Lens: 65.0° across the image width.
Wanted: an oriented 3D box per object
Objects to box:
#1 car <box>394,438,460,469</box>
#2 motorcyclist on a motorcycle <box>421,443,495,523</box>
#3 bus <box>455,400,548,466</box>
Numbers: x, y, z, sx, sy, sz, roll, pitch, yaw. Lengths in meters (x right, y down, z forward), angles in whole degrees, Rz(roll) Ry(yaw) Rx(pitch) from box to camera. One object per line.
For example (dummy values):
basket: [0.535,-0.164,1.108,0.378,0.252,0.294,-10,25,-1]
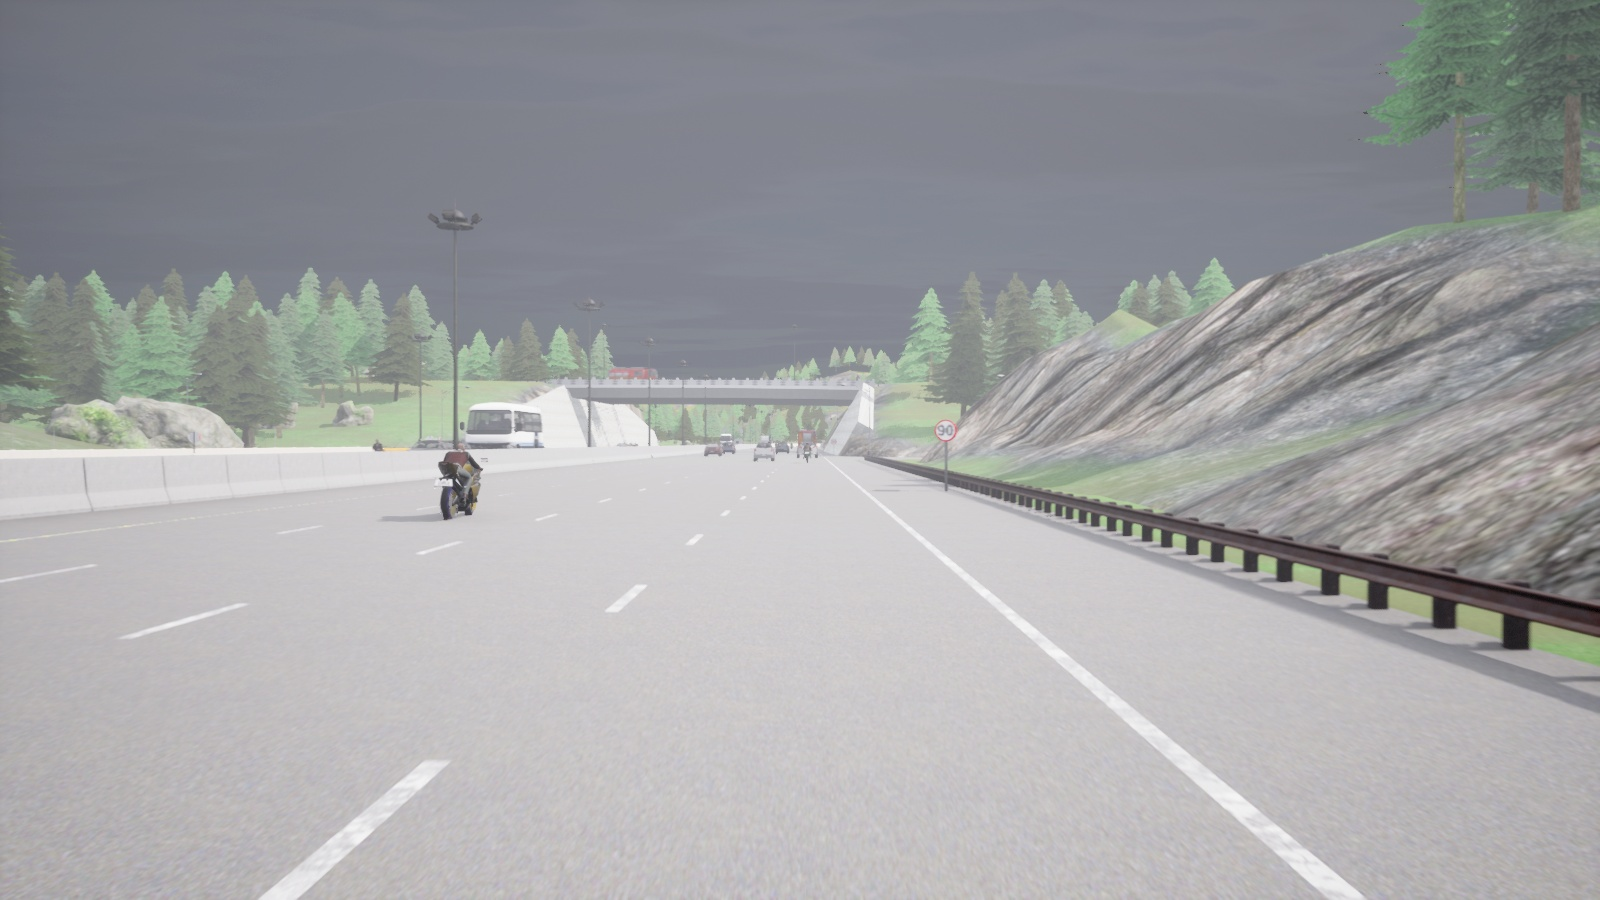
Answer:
car: [-20.589,0.184,69.533,2.242,1.667,4.611,0,0,0]
motorcyclist on a motorcycle: [-6.841,0.634,25.226,0.866,1.530,2.191,0,0,0]
bus: [-20.490,-1.136,86.879,3.944,4.253,10.273,0,0,0]
